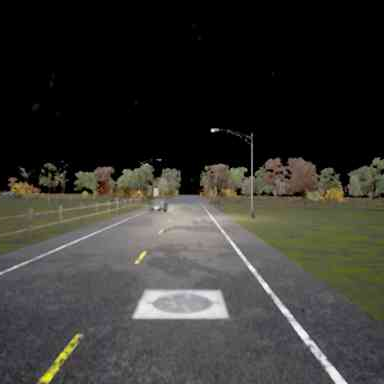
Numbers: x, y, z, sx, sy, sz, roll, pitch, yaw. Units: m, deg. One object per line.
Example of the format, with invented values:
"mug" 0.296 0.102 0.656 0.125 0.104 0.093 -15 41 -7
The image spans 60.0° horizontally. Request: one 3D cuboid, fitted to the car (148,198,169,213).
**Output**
"car" -3.592 1.460 36.066 2.128 1.511 4.902 0 0 0
